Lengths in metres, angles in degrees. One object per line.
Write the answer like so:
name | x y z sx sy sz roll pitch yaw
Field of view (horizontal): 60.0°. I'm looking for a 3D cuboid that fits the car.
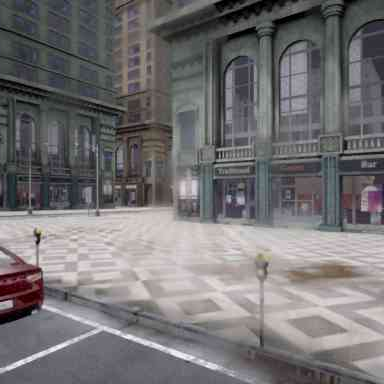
car | -4.593 1.545 6.218 4.507 1.381 1.887 0 0 35
